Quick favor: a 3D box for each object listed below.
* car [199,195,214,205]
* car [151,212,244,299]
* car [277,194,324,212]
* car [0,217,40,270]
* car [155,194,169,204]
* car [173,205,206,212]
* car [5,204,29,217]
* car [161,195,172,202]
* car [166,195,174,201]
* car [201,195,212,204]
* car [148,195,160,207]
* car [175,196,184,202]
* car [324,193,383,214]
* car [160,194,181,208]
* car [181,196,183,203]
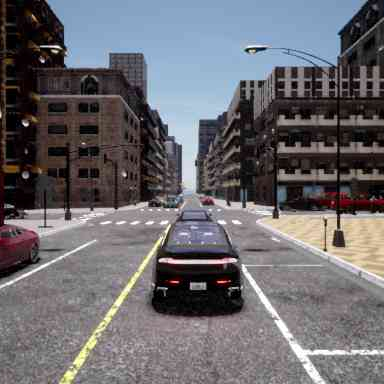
[{"bbox_3d":[2.744,1.458,56.932,1.967,1.590,4.097,0,0,0],"label":"car"},{"bbox_3d":[0.110,1.491,8.439,2.128,1.511,4.902,0,0,0],"label":"car"},{"bbox_3d":[11.278,1.292,34.956,4.674,1.442,1.812,-1,0,0],"label":"car"},{"bbox_3d":[-5.732,1.582,9.232,1.802,1.307,4.206,0,0,0],"label":"car"},{"bbox_3d":[-5.631,1.337,62.620,2.192,1.841,5.009,0,0,0],"label":"car"},{"bbox_3d":[0.115,1.565,17.054,1.994,1.385,4.181,0,0,0],"label":"car"},{"bbox_3d":[-18.140,1.806,31.524,4.902,1.511,2.128,-1,0,0],"label":"car"},{"bbox_3d":[-5.620,1.470,73.985,1.967,1.590,4.097,0,0,0],"label":"car"},{"bbox_3d":[-5.609,1.481,85.351,1.967,1.590,4.097,0,0,0],"label":"car"},{"bbox_3d":[2.750,1.462,62.614,1.967,1.590,4.097,0,0,0],"label":"car"},{"bbox_3d":[-5.641,1.581,51.255,1.947,1.339,4.313,0,0,0],"label":"car"},{"bbox_3d":[-2.924,1.572,79.072,2.033,1.411,5.357,0,0,0],"label":"car"},{"bbox_3d":[14.722,1.029,29.173,5.009,1.841,2.192,-1,1,0],"label":"car"},{"bbox_3d":[-3.019,1.365,48.203,2.097,1.767,4.553,0,0,0],"label":"car"},{"bbox_3d":[-3.024,1.620,58.136,1.895,1.301,4.718,0,0,0],"label":"car"}]
